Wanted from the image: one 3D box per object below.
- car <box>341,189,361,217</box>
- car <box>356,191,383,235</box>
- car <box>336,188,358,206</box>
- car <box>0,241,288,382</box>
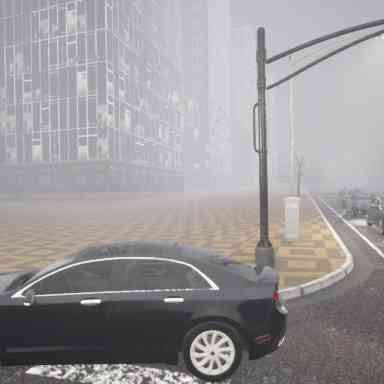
[{"bbox_3d":[10.895,0.759,20.794,1.994,1.385,4.181,-1,2,17],"label":"car"},{"bbox_3d":[8.882,0.928,14.489,2.128,1.511,4.902,-1,2,18],"label":"car"},{"bbox_3d":[12.855,0.454,26.870,2.128,1.511,4.902,-1,2,18],"label":"car"},{"bbox_3d":[-1.153,1.505,4.795,4.892,1.490,1.837,0,0,0],"label":"car"}]
